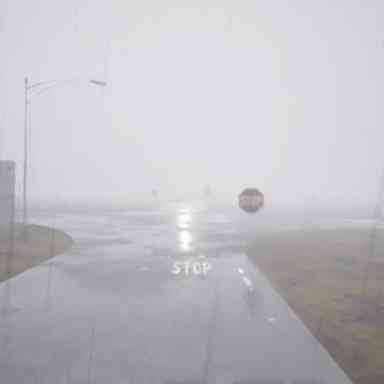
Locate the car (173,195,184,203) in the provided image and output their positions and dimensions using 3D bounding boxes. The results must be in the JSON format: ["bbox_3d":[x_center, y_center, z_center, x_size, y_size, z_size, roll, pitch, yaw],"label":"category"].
[{"bbox_3d":[-2.524,1.352,61.226,1.837,1.490,4.892,0,3,0],"label":"car"}]
